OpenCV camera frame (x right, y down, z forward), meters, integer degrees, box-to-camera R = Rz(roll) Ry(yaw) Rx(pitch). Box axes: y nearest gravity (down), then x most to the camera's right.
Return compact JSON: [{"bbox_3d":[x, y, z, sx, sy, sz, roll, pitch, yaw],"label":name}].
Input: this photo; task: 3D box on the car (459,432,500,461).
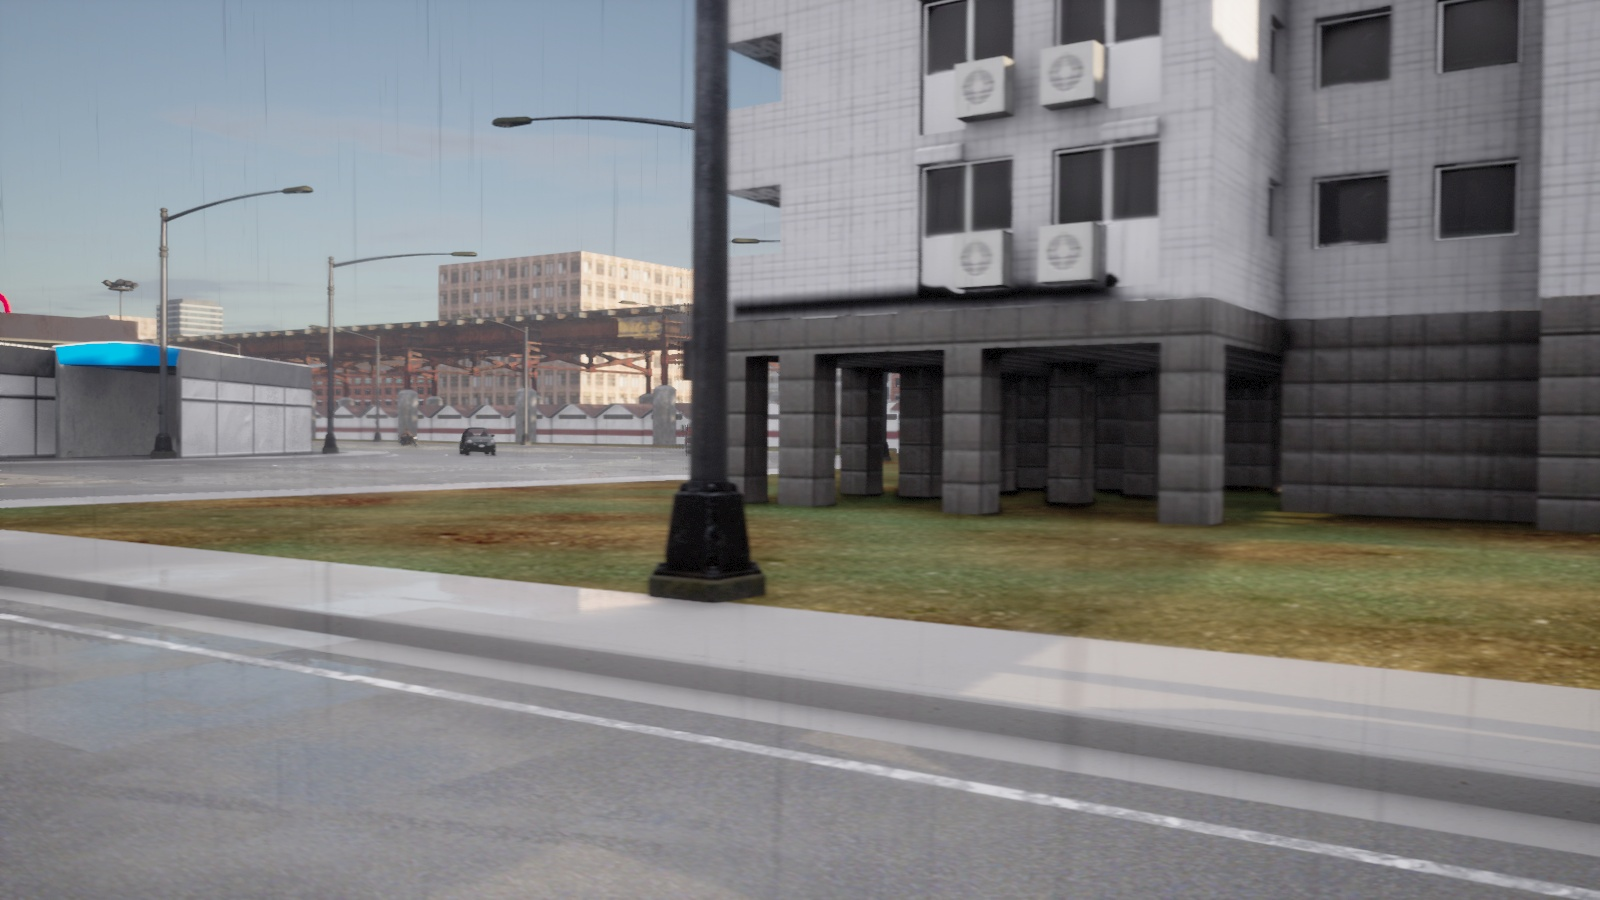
[{"bbox_3d":[-18.654,-0.210,72.989,1.851,1.617,3.988,-1,1,-21],"label":"car"}]
